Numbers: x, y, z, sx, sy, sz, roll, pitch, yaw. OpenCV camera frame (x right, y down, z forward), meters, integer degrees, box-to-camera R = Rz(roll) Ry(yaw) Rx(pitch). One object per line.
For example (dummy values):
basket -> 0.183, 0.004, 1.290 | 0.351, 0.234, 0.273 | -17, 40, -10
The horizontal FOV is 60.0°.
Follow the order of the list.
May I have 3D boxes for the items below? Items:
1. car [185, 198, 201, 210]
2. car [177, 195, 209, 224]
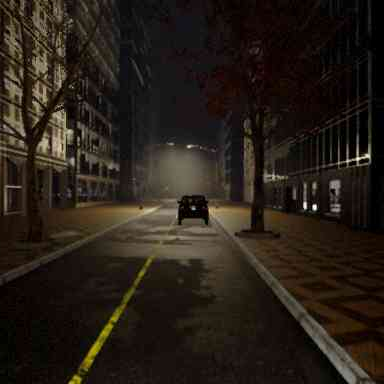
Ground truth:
car -> 0.088, 1.532, 43.059 | 1.994, 1.385, 4.181 | 0, 0, 0
car -> 0.087, 1.203, 24.780 | 2.150, 2.045, 5.566 | 0, 0, 0
